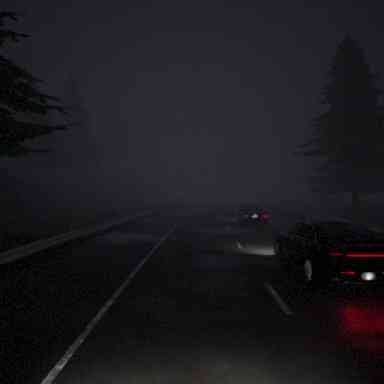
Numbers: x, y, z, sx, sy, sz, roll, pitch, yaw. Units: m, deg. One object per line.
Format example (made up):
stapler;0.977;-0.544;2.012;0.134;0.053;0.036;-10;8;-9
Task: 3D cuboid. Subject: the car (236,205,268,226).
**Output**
car;4.262;1.611;24.046;2.033;1.411;5.357;0;0;3

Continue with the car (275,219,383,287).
car;3.722;1.532;9.428;1.837;1.490;4.892;0;0;0

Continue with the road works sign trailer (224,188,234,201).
road works sign trailer;9.930;0.692;88.497;2.380;3.560;2.880;0;0;15
